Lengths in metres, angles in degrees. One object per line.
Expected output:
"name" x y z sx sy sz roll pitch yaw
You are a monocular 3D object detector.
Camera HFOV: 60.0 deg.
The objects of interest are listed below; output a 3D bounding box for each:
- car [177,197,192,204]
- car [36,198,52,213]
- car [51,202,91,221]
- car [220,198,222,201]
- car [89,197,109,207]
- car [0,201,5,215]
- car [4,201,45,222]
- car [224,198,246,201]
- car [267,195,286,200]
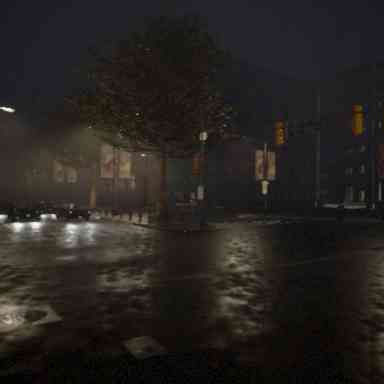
"car" -1.990 1.814 69.660 2.161 1.482 4.786 1 0 -36
"car" -15.885 1.644 36.060 1.994 1.385 4.181 1 0 -37
"car" -10.076 1.682 27.974 1.895 1.301 4.718 1 0 -36
"car" 7.659 1.985 76.111 1.895 1.301 4.718 1 0 -36
"car" -15.661 1.553 55.760 2.097 1.767 4.553 1 0 -36
"car" -19.404 1.608 34.989 1.994 1.385 4.181 1 0 -35
"car" -13.568 1.609 26.840 1.994 1.385 4.181 1 0 -36
"car" 8.489 1.766 62.180 2.002 1.452 4.674 1 0 -36
"car" 22.176 1.744 87.613 2.435 2.045 5.566 1 0 -36
